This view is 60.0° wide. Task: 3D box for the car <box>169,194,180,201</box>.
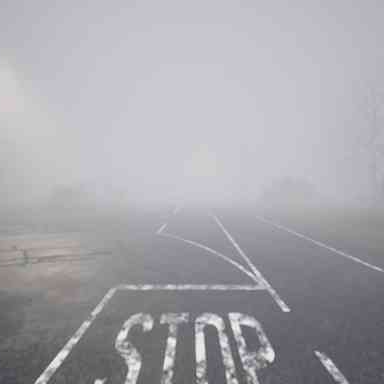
[{"bbox_3d":[-3.437,1.010,65.398,1.895,1.301,4.718,0,1,0],"label":"car"}]
